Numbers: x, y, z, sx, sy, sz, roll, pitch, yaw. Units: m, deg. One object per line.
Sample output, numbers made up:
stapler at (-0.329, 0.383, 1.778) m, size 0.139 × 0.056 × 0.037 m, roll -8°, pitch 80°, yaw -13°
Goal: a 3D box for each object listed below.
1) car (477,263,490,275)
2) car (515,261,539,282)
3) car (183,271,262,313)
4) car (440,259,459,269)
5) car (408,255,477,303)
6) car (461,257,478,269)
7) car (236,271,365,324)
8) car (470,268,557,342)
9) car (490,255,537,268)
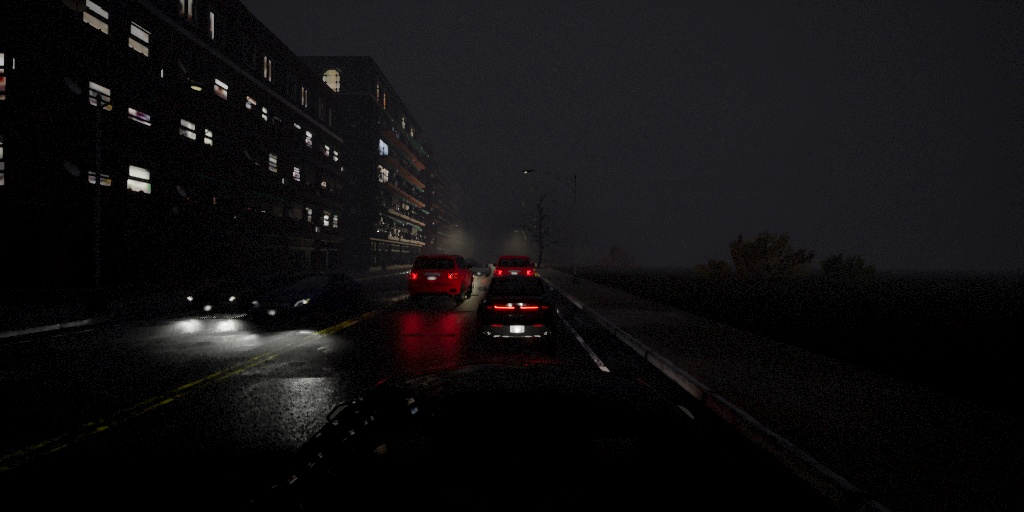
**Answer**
car at (-3.120, 1.354, 36.075) m, size 1.895 × 1.301 × 4.718 m, roll 0°, pitch 0°, yaw 0°
car at (1.163, 1.209, 30.551) m, size 1.801 × 1.575 × 5.366 m, roll 0°, pitch 0°, yaw 0°
car at (-9.841, 1.299, 14.254) m, size 2.033 × 1.411 × 5.357 m, roll 0°, pitch 0°, yaw 0°
car at (-9.791, 1.243, 56.636) m, size 2.128 × 1.511 × 4.902 m, roll 0°, pitch 0°, yaw 0°
car at (-3.137, 0.973, 16.720) m, size 2.150 × 2.045 × 5.566 m, roll 0°, pitch 0°, yaw 0°
car at (-6.544, 1.104, 55.432) m, size 2.097 × 1.767 × 4.553 m, roll 0°, pitch 0°, yaw 0°
car at (-6.589, 1.277, 12.178) m, size 1.812 × 1.442 × 4.674 m, roll 0°, pitch 0°, yaw 0°
car at (0.109, 1.256, 9.796) m, size 1.837 × 1.490 × 4.892 m, roll 0°, pitch 0°, yaw 0°
car at (0.116, 0.974, 20.143) m, size 2.150 × 2.045 × 5.566 m, roll 0°, pitch 0°, yaw 0°
